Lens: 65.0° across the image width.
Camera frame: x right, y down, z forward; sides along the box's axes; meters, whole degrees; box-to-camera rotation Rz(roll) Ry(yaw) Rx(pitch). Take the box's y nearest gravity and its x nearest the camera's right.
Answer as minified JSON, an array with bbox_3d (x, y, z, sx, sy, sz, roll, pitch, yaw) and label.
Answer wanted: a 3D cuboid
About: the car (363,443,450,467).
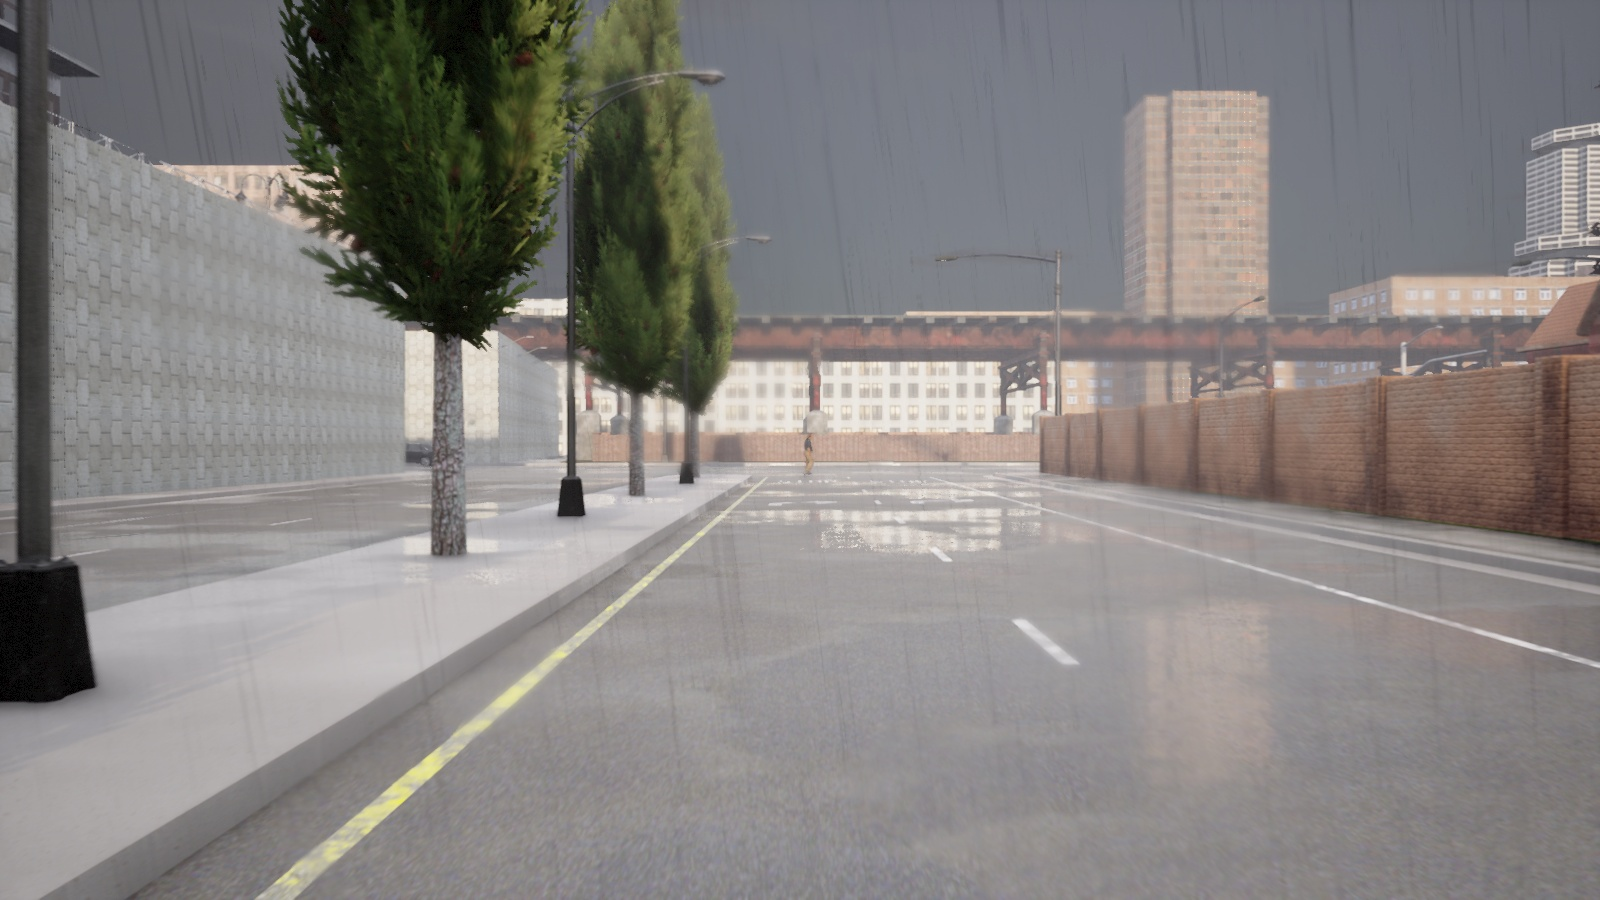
[{"bbox_3d":[-24.690,0.287,78.831,4.892,1.490,1.837,0,0,1],"label":"car"}]

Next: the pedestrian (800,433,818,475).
[{"bbox_3d":[0.411,0.179,55.560,0.694,1.848,0.540,0,0,-11],"label":"pedestrian"}]
